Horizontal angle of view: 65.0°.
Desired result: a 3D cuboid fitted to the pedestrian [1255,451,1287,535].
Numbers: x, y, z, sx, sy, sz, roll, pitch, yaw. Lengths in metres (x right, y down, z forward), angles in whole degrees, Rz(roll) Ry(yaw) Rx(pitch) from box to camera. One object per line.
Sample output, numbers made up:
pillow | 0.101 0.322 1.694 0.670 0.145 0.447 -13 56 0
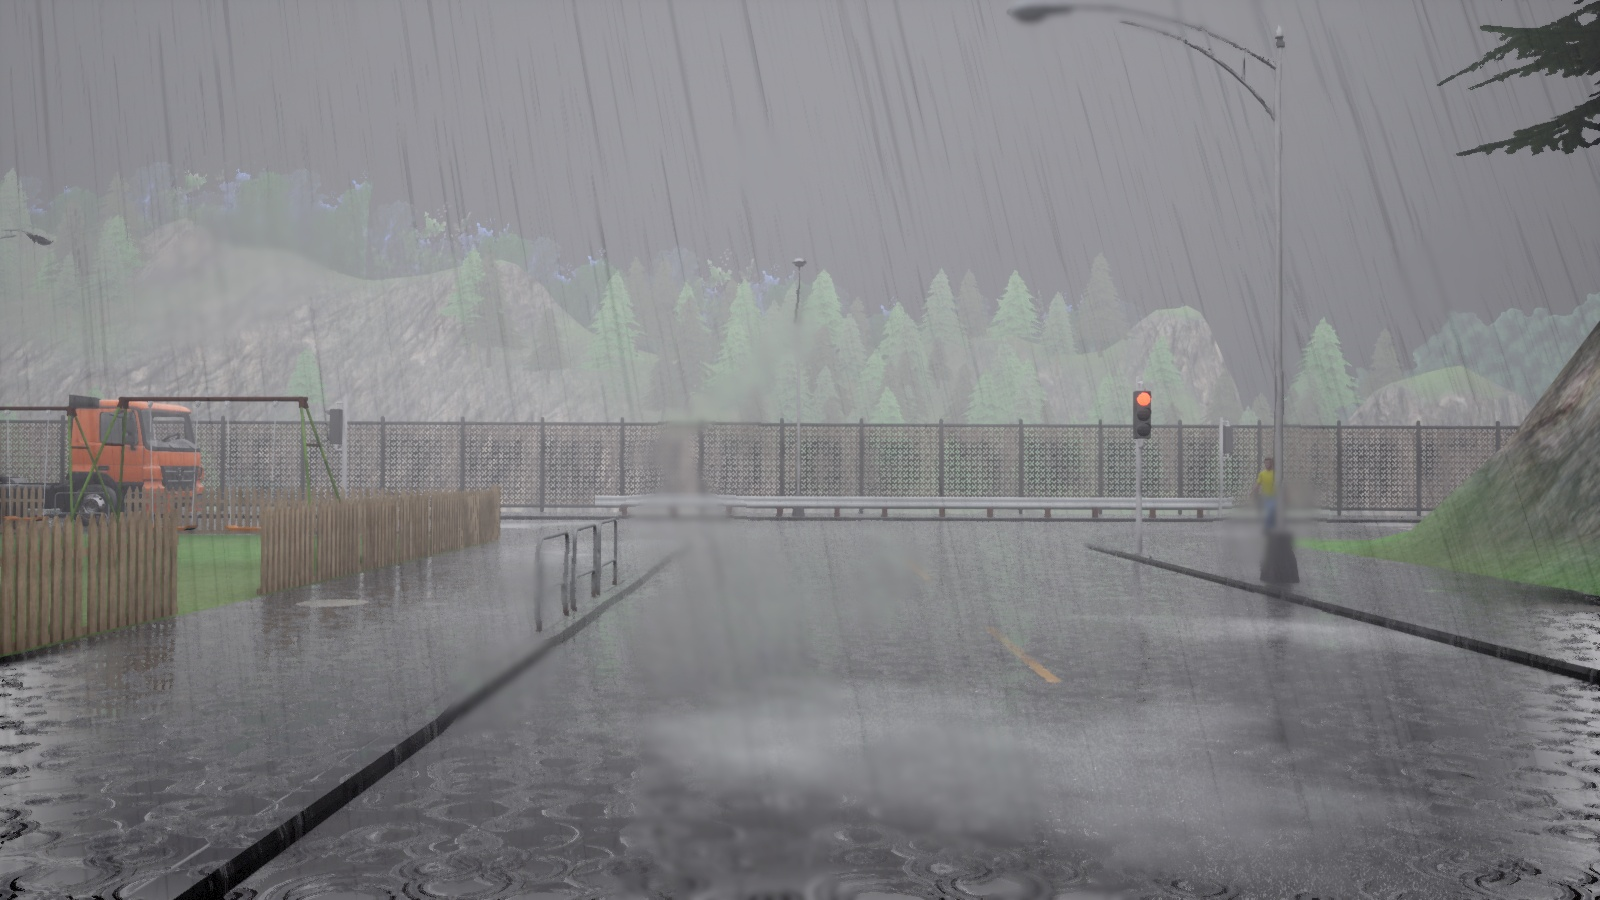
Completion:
pedestrian | 10.480 0.951 27.936 0.706 1.836 0.354 1 -1 -42

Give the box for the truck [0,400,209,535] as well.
truck | -20.482 0.478 33.609 7.936 3.462 2.891 0 -1 0
